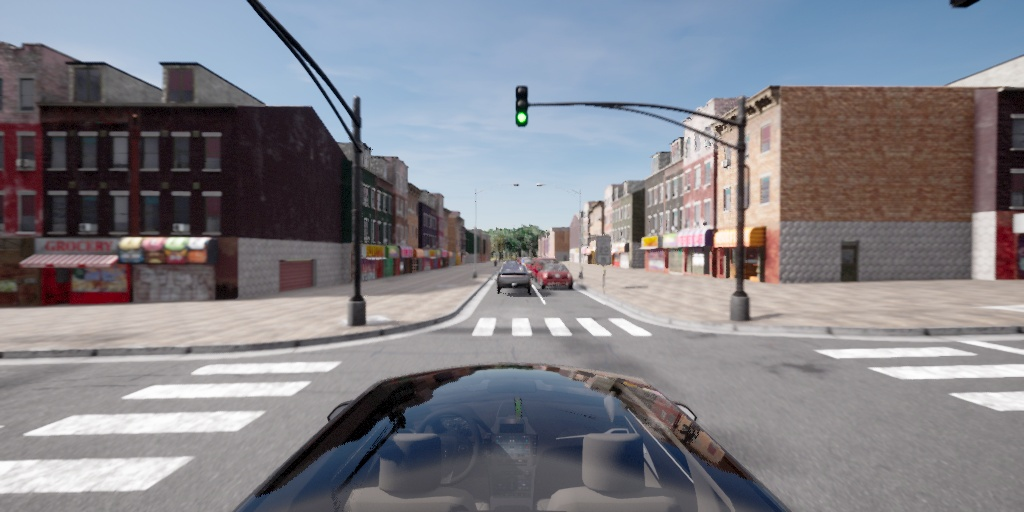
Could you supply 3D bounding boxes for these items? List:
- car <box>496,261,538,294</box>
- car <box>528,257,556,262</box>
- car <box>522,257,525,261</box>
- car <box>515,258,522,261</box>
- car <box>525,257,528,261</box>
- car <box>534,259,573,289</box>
[{"bbox_3d":[0.108,1.228,20.365,2.128,1.511,4.902,0,0,0],"label":"car"},{"bbox_3d":[2.645,1.064,28.158,2.192,1.841,5.009,0,0,0],"label":"car"},{"bbox_3d":[2.649,1.204,44.365,1.967,1.591,4.097,0,0,0],"label":"car"},{"bbox_3d":[0.020,1.323,48.836,1.994,1.385,4.181,0,0,0],"label":"car"},{"bbox_3d":[2.646,1.068,33.560,2.192,1.841,5.009,0,0,0],"label":"car"},{"bbox_3d":[2.644,1.188,22.756,1.967,1.591,4.097,0,0,0],"label":"car"}]
